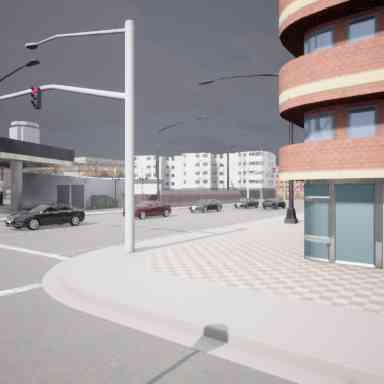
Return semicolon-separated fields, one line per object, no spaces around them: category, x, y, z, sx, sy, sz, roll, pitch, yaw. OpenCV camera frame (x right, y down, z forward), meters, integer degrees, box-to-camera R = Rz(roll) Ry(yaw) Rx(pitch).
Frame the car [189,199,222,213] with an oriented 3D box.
car;1.581;1.491;36.838;2.128;1.511;4.902;0;0;35

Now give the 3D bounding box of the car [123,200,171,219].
car;-3.838;1.478;28.991;1.882;1.535;5.008;0;0;34

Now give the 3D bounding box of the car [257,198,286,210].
car;10.822;1.491;43.734;2.128;1.511;4.902;0;0;35

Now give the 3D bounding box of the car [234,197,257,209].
car;7.490;1.491;45.364;2.128;1.511;4.902;0;0;35

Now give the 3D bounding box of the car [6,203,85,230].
car;-9.163;1.505;21.211;1.837;1.490;4.892;0;0;34
